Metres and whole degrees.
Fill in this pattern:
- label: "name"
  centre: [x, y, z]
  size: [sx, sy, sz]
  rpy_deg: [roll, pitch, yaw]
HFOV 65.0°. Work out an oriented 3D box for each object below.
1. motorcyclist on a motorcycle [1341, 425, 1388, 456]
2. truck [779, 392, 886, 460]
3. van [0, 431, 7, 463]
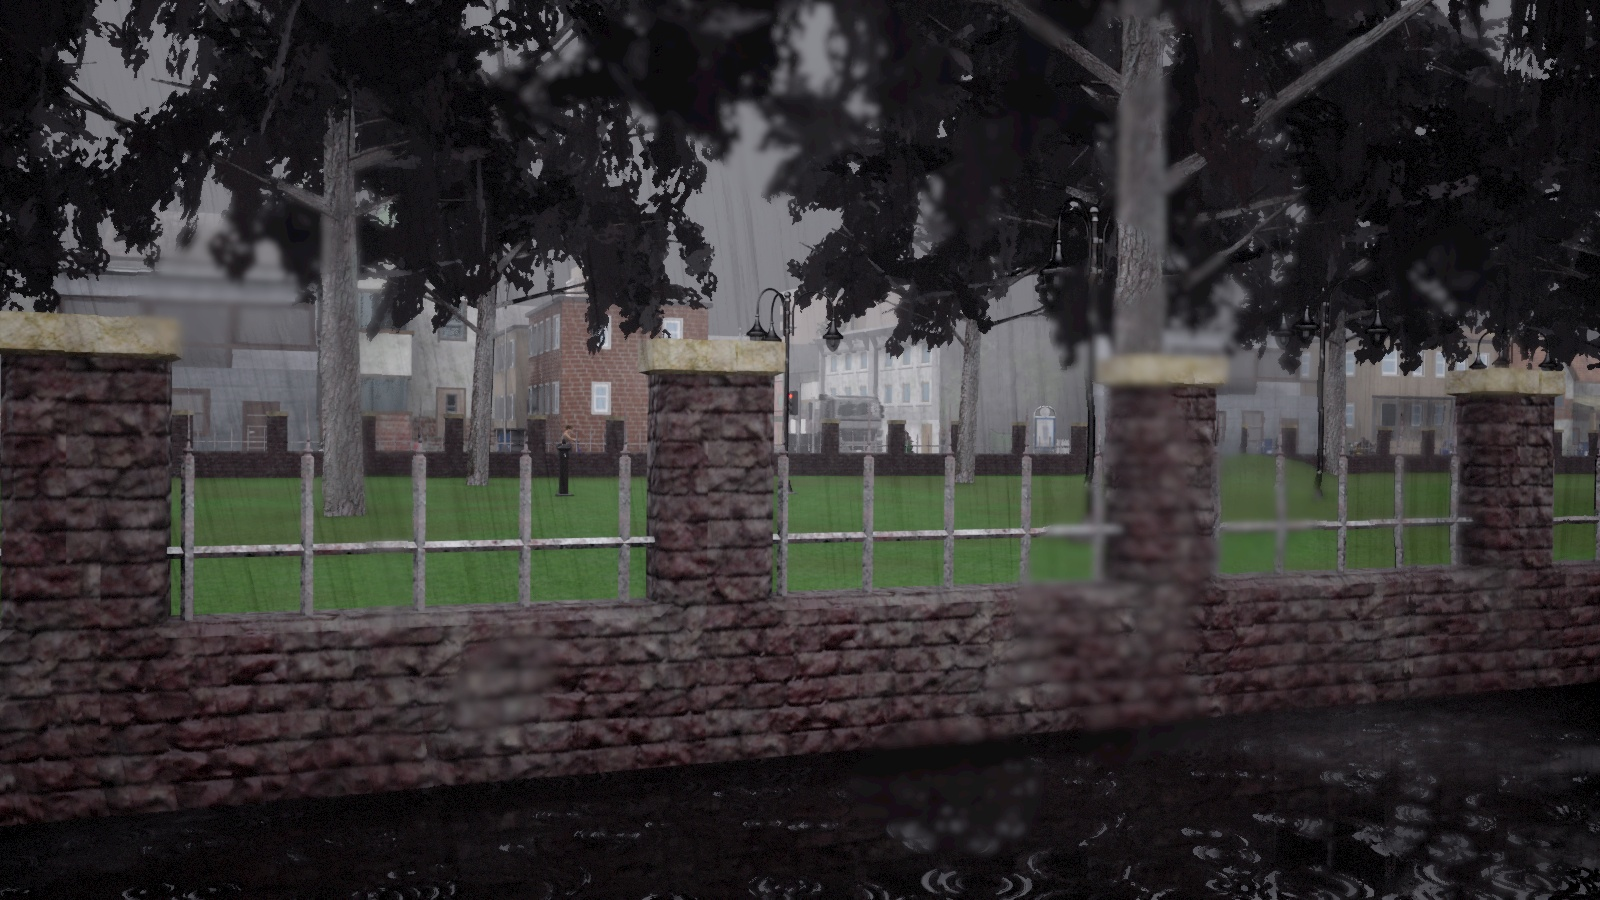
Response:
- label: "motorcyclist on a motorcycle"
  centre: [28.501, -0.507, 63.443]
  size: [2.191, 1.530, 0.866]
  rpy_deg: [-1, 1, -21]
- label: "truck"
  centre: [1.631, -1.310, 68.125]
  size: [2.891, 3.462, 7.936]
  rpy_deg: [-1, 1, -21]
- label: "van"
  centre: [-50.693, -0.168, 77.829]
  size: [1.775, 1.987, 4.442]
  rpy_deg: [-1, 1, -21]
